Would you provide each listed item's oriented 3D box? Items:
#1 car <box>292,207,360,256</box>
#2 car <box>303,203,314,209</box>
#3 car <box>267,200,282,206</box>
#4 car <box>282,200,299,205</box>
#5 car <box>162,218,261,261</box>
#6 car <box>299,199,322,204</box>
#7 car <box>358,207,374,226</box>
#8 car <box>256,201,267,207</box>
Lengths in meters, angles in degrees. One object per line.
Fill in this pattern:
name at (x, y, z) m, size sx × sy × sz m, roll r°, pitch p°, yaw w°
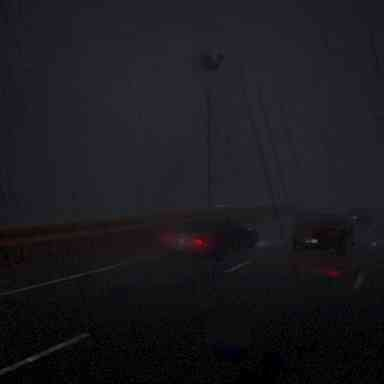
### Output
car at (5.767, 1.648, 14.243) m, size 1.882 × 1.535 × 5.008 m, roll -1°, pitch -1°, yaw 32°
car at (10.178, 1.904, 28.100) m, size 1.994 × 1.385 × 4.181 m, roll -1°, pitch -1°, yaw 33°
car at (17.390, 2.326, 65.714) m, size 1.837 × 1.490 × 4.892 m, roll -1°, pitch -1°, yaw 44°
car at (19.606, 2.252, 62.964) m, size 1.882 × 1.535 × 5.008 m, roll -1°, pitch -1°, yaw 44°
car at (1.009, 1.733, 13.226) m, size 2.033 × 1.411 × 5.357 m, roll -1°, pitch -1°, yaw 32°
car at (21.943, 2.074, 60.340) m, size 2.097 × 1.767 × 4.553 m, roll -1°, pitch -1°, yaw 45°
car at (13.104, 1.859, 26.181) m, size 1.994 × 1.385 × 4.181 m, roll -1°, pitch -1°, yaw 33°
car at (15.031, 2.473, 68.303) m, size 1.895 × 1.301 × 4.718 m, roll -1°, pitch -1°, yaw 44°
